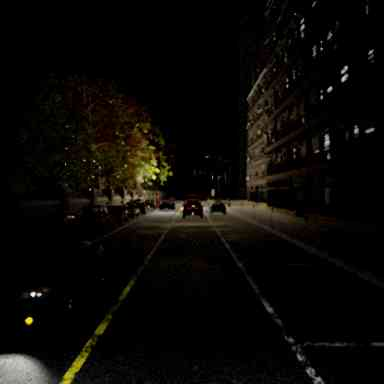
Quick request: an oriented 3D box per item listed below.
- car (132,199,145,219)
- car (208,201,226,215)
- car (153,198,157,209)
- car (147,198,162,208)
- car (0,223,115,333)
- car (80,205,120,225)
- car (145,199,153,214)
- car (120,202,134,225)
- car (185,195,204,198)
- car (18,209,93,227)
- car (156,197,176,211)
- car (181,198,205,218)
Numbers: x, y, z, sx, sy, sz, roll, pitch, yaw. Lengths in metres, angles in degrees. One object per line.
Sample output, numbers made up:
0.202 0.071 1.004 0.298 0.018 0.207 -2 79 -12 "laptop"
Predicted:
-5.691 1.600 29.751 1.752 1.417 4.829 0 0 0 "car"
2.688 1.641 35.463 2.008 1.369 4.403 0 0 0 "car"
-5.771 1.673 46.535 2.008 1.369 4.403 0 0 0 "car"
-5.823 1.683 52.075 1.887 1.381 4.507 0 0 0 "car"
-3.099 1.581 6.853 1.994 1.385 4.181 0 0 0 "car"
-5.690 1.486 18.844 1.967 1.590 4.097 0 0 0 "car"
-5.692 1.531 35.460 1.967 1.590 4.097 0 0 0 "car"
-5.691 1.643 24.382 1.802 1.307 4.206 0 0 0 "car"
0.063 1.329 41.006 2.150 2.045 5.566 0 0 1 "car"
-5.690 1.598 13.305 1.947 1.339 4.313 0 0 0 "car"
-3.101 1.711 42.355 1.895 1.301 4.718 0 0 0 "car"
0.085 1.582 30.484 1.837 1.490 4.892 0 0 0 "car"
